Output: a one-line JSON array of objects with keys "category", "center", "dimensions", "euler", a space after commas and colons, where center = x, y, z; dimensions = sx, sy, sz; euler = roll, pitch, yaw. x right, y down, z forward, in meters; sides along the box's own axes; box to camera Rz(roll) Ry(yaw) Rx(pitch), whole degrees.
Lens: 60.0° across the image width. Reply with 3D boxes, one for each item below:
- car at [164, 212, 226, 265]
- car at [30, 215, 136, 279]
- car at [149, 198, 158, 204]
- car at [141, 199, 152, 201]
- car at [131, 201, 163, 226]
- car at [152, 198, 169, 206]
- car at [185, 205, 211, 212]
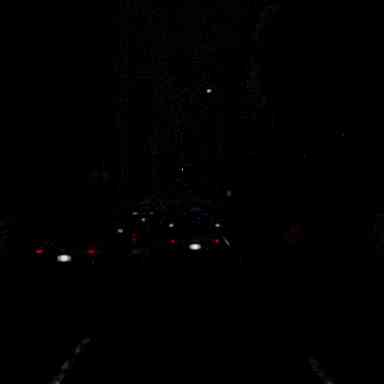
[{"category": "car", "center": [0.094, 1.632, 12.004], "dimensions": [1.994, 1.385, 4.181], "euler": [0, 0, 0]}, {"category": "car", "center": [-3.156, 1.621, 10.213], "dimensions": [1.994, 1.385, 4.181], "euler": [0, 0, 0]}, {"category": "car", "center": [-9.780, 2.370, 85.058], "dimensions": [1.812, 1.442, 4.674], "euler": [0, -1, 0]}, {"category": "car", "center": [-9.775, 2.189, 69.412], "dimensions": [1.812, 1.442, 4.674], "euler": [0, -1, 0]}, {"category": "car", "center": [-3.438, 1.662, 24.631], "dimensions": [2.128, 1.511, 4.902], "euler": [0, -1, -4]}, {"category": "car", "center": [-6.525, 2.190, 69.412], "dimensions": [2.128, 1.511, 4.902], "euler": [0, -1, 0]}, {"category": "car", "center": [0.425, 1.697, 25.017], "dimensions": [1.812, 1.442, 4.674], "euler": [0, 0, 5]}]
